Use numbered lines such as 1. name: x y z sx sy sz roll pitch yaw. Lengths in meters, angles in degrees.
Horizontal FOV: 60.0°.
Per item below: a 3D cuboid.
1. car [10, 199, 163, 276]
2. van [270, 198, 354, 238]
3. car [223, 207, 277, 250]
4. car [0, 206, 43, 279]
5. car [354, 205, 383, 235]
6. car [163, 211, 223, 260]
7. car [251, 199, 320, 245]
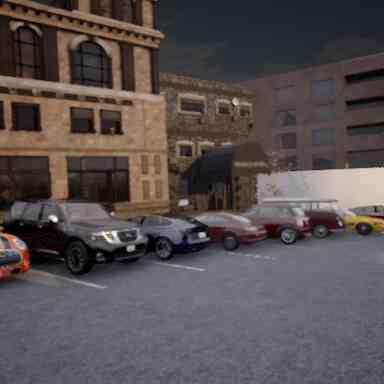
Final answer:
1. car: -3.951 1.242 10.730 5.566 2.045 2.435 -1 -1 34
2. van: 5.851 1.310 17.655 4.442 1.987 1.878 -1 -1 34
3. car: 0.893 1.543 14.215 4.674 1.452 2.002 -1 -1 34
4. car: -6.438 1.372 9.015 4.553 1.767 2.185 -1 -1 35
5. car: 8.336 1.560 19.362 5.366 1.575 1.946 -1 -1 34
6. car: -1.568 1.525 12.491 4.792 1.488 2.163 -1 -1 34
7. car: 3.345 1.392 15.946 4.553 1.767 2.185 -1 -1 34
